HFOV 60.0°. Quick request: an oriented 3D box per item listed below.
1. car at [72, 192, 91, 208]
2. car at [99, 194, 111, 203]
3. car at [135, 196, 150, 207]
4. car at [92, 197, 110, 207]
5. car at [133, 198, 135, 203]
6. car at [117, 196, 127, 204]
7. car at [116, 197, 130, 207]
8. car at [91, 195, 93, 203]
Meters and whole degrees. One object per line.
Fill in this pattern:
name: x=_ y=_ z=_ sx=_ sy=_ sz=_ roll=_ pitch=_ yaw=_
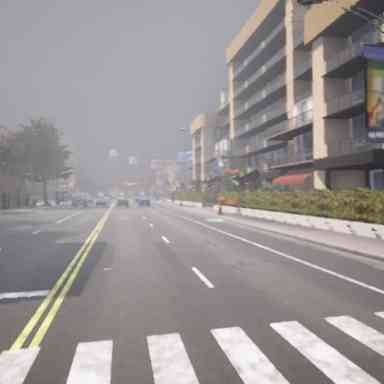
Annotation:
car: x=-19.089 y=1.551 z=56.855 sx=2.150 sy=2.045 sz=5.566 roll=-1 pitch=0 yaw=-12
car: x=-19.142 y=1.862 z=73.952 sx=1.812 sy=1.442 sz=4.674 roll=-1 pitch=0 yaw=-12
car: x=-8.168 y=1.644 z=56.610 sx=1.882 sy=1.535 sz=5.008 roll=-1 pitch=0 yaw=-12
car: x=-15.673 y=1.880 z=57.647 sx=1.895 sy=1.301 sz=4.718 roll=-1 pitch=0 yaw=-12
car: x=-11.587 y=1.730 z=72.115 sx=1.837 sy=1.490 sz=4.892 roll=-1 pitch=0 yaw=-12
car: x=-14.975 y=1.758 z=71.223 sx=1.882 sy=1.535 sz=5.008 roll=-1 pitch=0 yaw=-12
car: x=-11.394 y=1.719 z=54.949 sx=1.837 sy=1.490 sz=4.892 roll=-1 pitch=0 yaw=-12
car: x=-22.553 y=1.869 z=73.163 sx=1.882 sy=1.535 sz=5.008 roll=-1 pitch=0 yaw=-12
